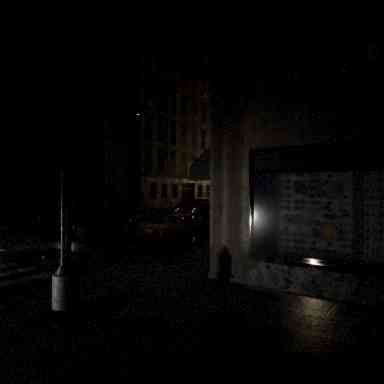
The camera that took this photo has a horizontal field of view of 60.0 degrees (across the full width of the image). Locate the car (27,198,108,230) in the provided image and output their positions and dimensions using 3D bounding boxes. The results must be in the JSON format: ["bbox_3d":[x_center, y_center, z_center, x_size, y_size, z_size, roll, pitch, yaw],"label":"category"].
[{"bbox_3d":[-7.001,1.282,19.718,2.192,1.841,5.009,0,0,36],"label":"car"}]

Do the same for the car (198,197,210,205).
[{"bbox_3d":[2.826,1.314,19.667,2.192,1.841,5.009,0,0,36],"label":"car"}]

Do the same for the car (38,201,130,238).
[{"bbox_3d":[-5.229,1.457,17.827,1.882,1.535,5.008,0,0,34],"label":"car"}]

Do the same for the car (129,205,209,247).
[{"bbox_3d":[-0.378,1.530,15.185,1.752,1.417,4.829,0,0,36],"label":"car"}]

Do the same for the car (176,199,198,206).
[{"bbox_3d":[0.605,1.321,25.996,2.097,1.767,4.553,0,0,35],"label":"car"}]

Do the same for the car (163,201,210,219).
[{"bbox_3d":[-0.402,1.521,28.961,1.947,1.339,4.313,0,0,36],"label":"car"}]
